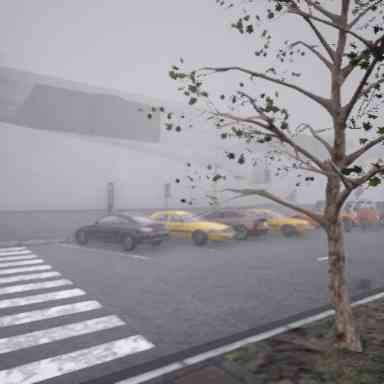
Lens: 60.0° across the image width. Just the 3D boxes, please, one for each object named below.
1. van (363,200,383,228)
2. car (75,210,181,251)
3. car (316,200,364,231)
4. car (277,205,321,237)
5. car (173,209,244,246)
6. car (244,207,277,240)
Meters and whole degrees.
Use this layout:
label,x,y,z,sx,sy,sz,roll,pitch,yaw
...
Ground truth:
label,x,y,z,sx,sy,sz,roll,pitch,yaw
van,11.602,1.572,24.774,4.442,1.987,1.878,-1,-2,34
car,-3.074,1.602,14.433,4.674,1.452,2.002,-1,-1,34
car,9.092,1.637,23.079,4.553,1.767,2.185,-1,-1,34
car,4.364,1.680,19.528,5.366,1.575,1.946,-1,-2,35
car,-0.494,1.595,16.065,5.366,1.575,1.946,-1,-2,34
car,1.755,1.672,17.913,4.792,1.488,2.163,-1,-1,34
